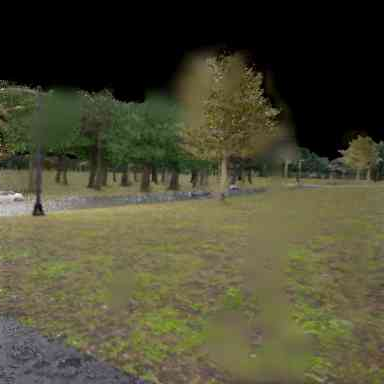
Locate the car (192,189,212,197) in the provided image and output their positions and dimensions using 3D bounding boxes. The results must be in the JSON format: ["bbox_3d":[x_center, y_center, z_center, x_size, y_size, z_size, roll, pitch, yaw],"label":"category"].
[{"bbox_3d":[1.807,0.144,57.151,1.994,1.385,4.181,4,4,35],"label":"car"}]

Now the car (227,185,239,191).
[{"bbox_3d":[9.784,-1.005,80.248,1.812,1.442,4.674,4,4,35],"label":"car"}]

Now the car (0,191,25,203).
[{"bbox_3d":[-21.155,0.610,37.068,1.812,1.442,4.674,4,5,35],"label":"car"}]
